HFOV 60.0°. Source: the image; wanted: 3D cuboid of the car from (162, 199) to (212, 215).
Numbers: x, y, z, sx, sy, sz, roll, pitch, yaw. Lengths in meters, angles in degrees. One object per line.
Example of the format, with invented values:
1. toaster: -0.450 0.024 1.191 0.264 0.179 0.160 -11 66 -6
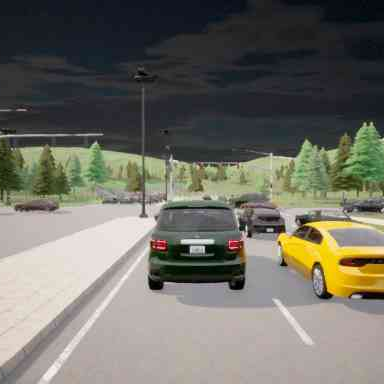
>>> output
1. car: -0.521 1.505 33.841 4.892 1.490 1.837 0 0 -4

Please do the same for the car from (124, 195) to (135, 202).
1. car: -15.105 1.478 80.675 1.882 1.535 5.008 0 0 0

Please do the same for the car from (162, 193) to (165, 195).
1. car: -8.102 1.552 78.126 1.994 1.385 4.181 0 0 0

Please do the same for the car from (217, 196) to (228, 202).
1. car: 6.910 1.540 76.360 2.033 1.411 5.357 0 0 0

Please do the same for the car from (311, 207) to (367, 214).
1. car: 7.080 1.601 17.864 1.895 1.301 4.718 0 0 0

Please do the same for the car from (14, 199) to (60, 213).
1. car: -16.971 1.525 36.586 4.674 1.442 1.812 0 0 -2

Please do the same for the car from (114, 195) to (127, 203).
1. car: -15.091 1.500 70.287 1.837 1.490 4.892 0 0 0

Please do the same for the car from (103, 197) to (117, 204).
1. car: -15.132 1.564 61.615 1.994 1.385 4.181 0 0 0

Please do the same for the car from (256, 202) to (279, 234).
1. car: 3.580 1.505 17.691 1.837 1.490 4.892 0 0 0

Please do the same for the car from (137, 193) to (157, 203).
1. car: -8.142 1.491 60.537 2.128 1.511 4.902 0 0 0

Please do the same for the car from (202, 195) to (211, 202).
1. car: 3.406 1.500 76.549 1.837 1.490 4.892 0 0 0

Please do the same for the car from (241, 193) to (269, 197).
1. car: 7.407 1.221 43.232 5.566 2.045 2.150 0 1 27

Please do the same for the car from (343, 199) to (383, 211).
1. car: 21.572 1.601 41.389 4.718 1.301 1.895 0 0 1

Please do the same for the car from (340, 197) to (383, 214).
1. car: 17.902 1.505 34.410 4.892 1.490 1.837 0 0 0

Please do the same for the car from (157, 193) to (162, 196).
1. car: -8.090 1.355 69.618 2.097 1.767 4.553 0 0 0

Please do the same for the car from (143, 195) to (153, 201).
1. car: -11.613 1.552 88.158 1.994 1.385 4.181 0 0 0

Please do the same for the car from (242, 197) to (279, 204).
1. car: 7.636 1.564 38.883 4.181 1.385 1.994 0 0 17

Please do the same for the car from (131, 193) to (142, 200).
1. car: -15.106 1.224 91.217 2.150 2.045 5.566 0 0 0

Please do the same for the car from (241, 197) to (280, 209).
1. car: 9.453 1.478 46.095 5.008 1.535 1.882 0 1 21

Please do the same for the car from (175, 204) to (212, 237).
1. car: 0.079 1.505 19.069 1.837 1.490 4.892 0 0 0

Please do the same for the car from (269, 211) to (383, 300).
1. car: 3.589 1.478 8.466 1.882 1.535 5.008 0 0 0

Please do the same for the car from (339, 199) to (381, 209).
1. car: 22.577 1.601 44.877 4.718 1.301 1.895 0 0 1

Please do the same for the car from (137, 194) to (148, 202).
1. car: -11.602 1.355 78.146 2.097 1.767 4.553 0 0 0

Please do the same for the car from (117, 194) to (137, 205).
1. car: -11.687 1.526 60.189 1.812 1.442 4.674 0 0 1

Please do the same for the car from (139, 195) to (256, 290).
1. car: 0.091 1.221 9.212 2.150 2.045 5.566 0 0 0
